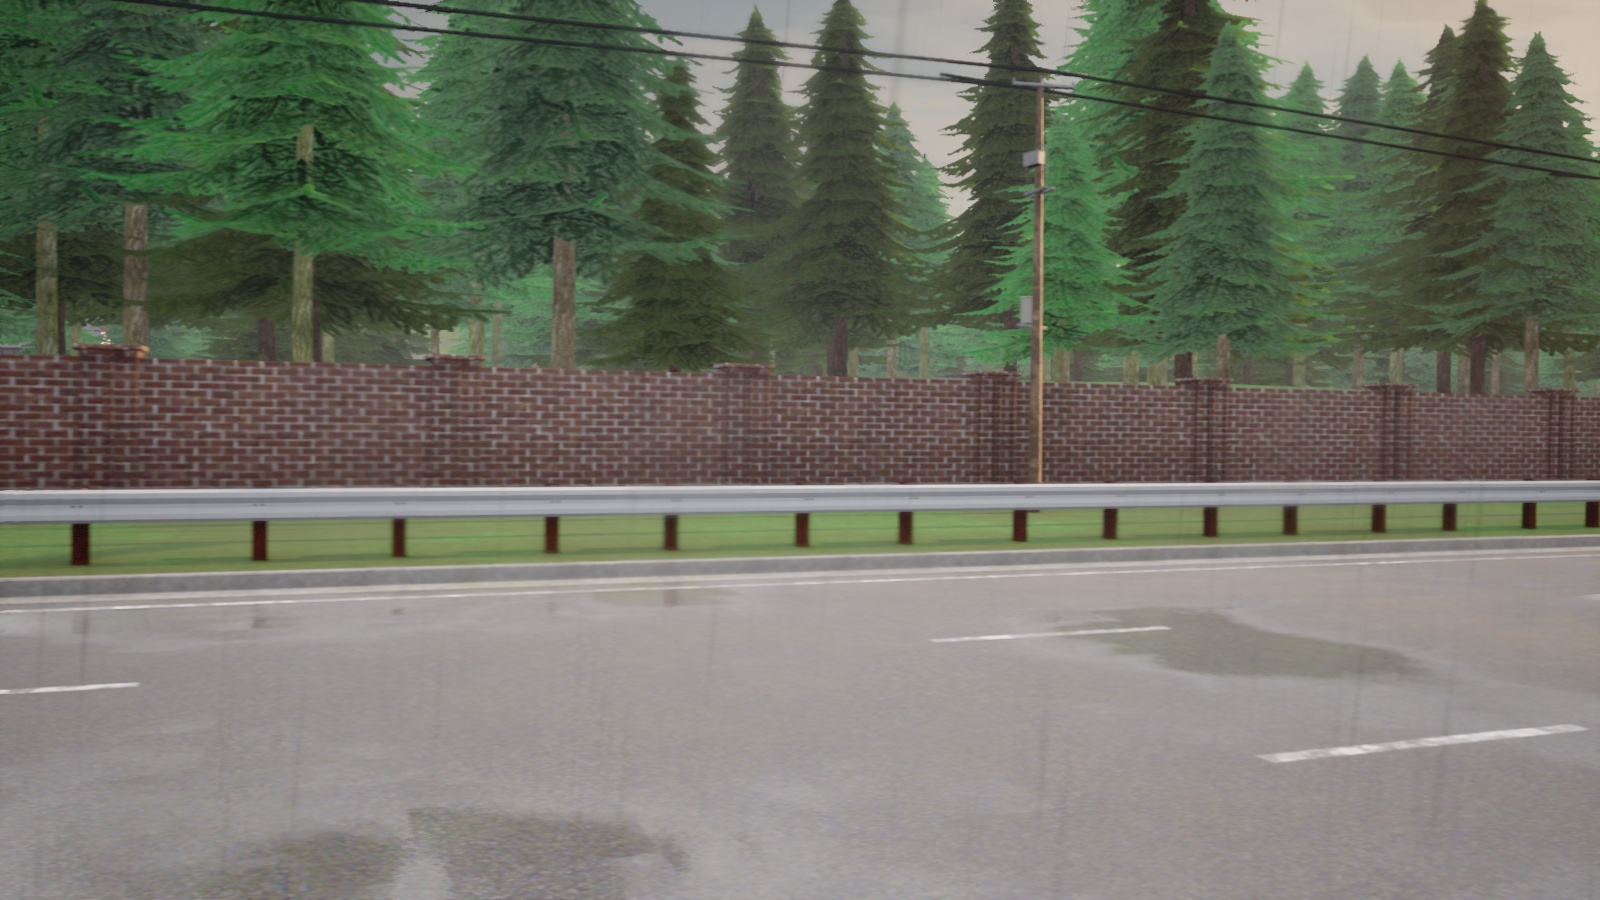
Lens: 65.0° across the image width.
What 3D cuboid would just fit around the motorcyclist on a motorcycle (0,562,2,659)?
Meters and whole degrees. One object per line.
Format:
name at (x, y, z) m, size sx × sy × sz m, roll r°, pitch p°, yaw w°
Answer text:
motorcyclist on a motorcycle at (-6.679, 0.687, 8.192) m, size 2.350 × 1.649 × 0.766 m, roll -1°, pitch 1°, yaw -21°
